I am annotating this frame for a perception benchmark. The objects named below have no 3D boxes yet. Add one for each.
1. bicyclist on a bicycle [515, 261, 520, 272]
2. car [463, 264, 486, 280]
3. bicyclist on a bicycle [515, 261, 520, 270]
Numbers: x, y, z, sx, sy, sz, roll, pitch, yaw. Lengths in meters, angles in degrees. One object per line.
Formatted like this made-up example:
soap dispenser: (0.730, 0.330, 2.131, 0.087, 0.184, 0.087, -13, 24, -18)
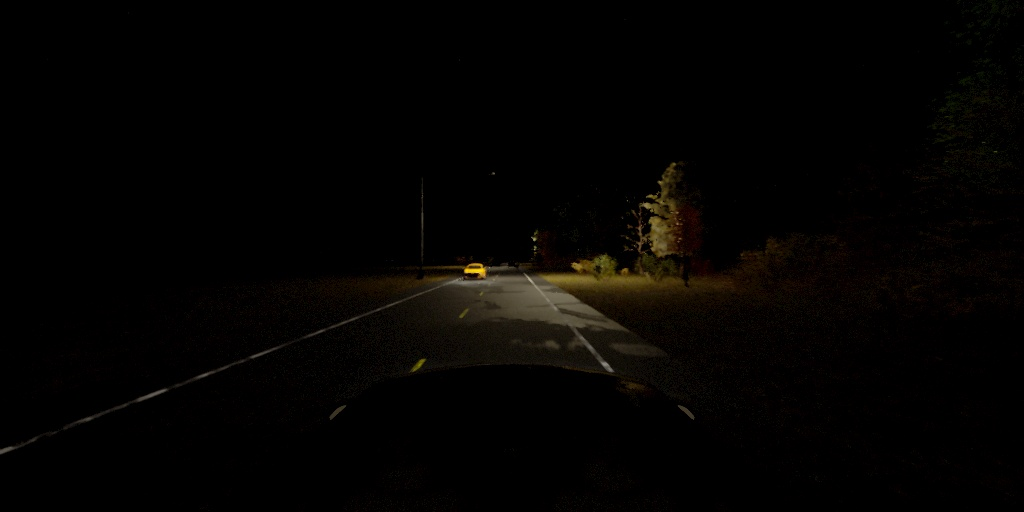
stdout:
bicyclist on a bicycle: (0.957, 1.695, 55.438, 0.582, 1.620, 1.656, 0, -1, 0)
car: (-3.590, 1.534, 35.183, 1.882, 1.535, 5.008, 0, -1, 0)
bicyclist on a bicycle: (0.951, 1.765, 64.961, 0.866, 1.612, 1.509, 0, -1, 0)
